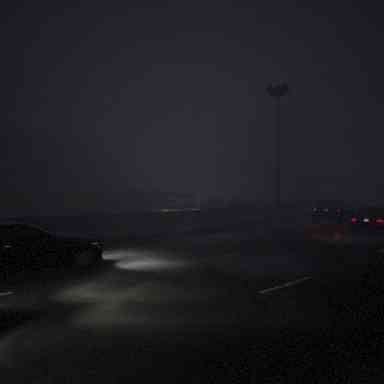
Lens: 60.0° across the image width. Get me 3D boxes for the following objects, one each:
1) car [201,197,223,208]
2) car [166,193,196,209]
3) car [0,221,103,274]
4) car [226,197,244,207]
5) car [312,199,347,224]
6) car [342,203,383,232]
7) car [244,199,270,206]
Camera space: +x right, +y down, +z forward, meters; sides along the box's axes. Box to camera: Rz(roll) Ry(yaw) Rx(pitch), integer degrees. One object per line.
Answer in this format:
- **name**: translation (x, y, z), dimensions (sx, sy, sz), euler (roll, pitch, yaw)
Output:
- **car**: translation (2.839, 1.437, 45.752), dimensions (2.128, 1.511, 4.902), euler (0, 0, 25)
- **car**: translation (-1.391, 1.179, 45.029), dimensions (2.150, 2.045, 5.566), euler (0, 0, 28)
- **car**: translation (-4.839, 1.529, 9.142), dimensions (4.674, 1.442, 1.812), euler (0, 0, -37)
- **car**: translation (6.024, 1.464, 44.299), dimensions (1.812, 1.442, 4.674), euler (0, 0, 25)
- **car**: translation (10.685, 1.298, 24.896), dimensions (2.097, 1.767, 4.553), euler (0, 0, 38)
- **car**: translation (10.573, 1.501, 18.988), dimensions (2.033, 1.411, 5.357), euler (0, 0, 40)
- **car**: translation (8.281, 1.500, 41.074), dimensions (1.994, 1.385, 4.181), euler (0, 0, 27)
